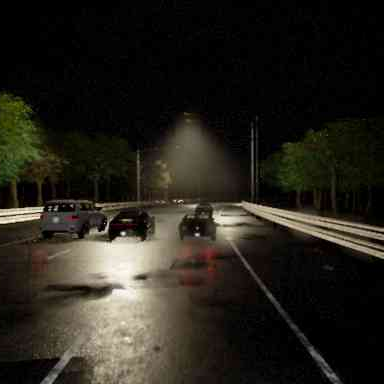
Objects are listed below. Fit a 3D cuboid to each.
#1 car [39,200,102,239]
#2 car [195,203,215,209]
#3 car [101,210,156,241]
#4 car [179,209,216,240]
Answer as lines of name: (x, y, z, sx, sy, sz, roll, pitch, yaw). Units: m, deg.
car: (-6.627, 1.465, 19.098, 2.150, 2.045, 5.566, 0, -1, 2)
car: (1.367, 1.961, 36.315, 1.837, 1.490, 4.892, 0, -1, 4)
car: (-3.153, 1.735, 18.057, 1.837, 1.490, 4.892, 0, -1, 2)
car: (0.345, 1.837, 18.533, 1.895, 1.301, 4.718, 0, -1, 2)
